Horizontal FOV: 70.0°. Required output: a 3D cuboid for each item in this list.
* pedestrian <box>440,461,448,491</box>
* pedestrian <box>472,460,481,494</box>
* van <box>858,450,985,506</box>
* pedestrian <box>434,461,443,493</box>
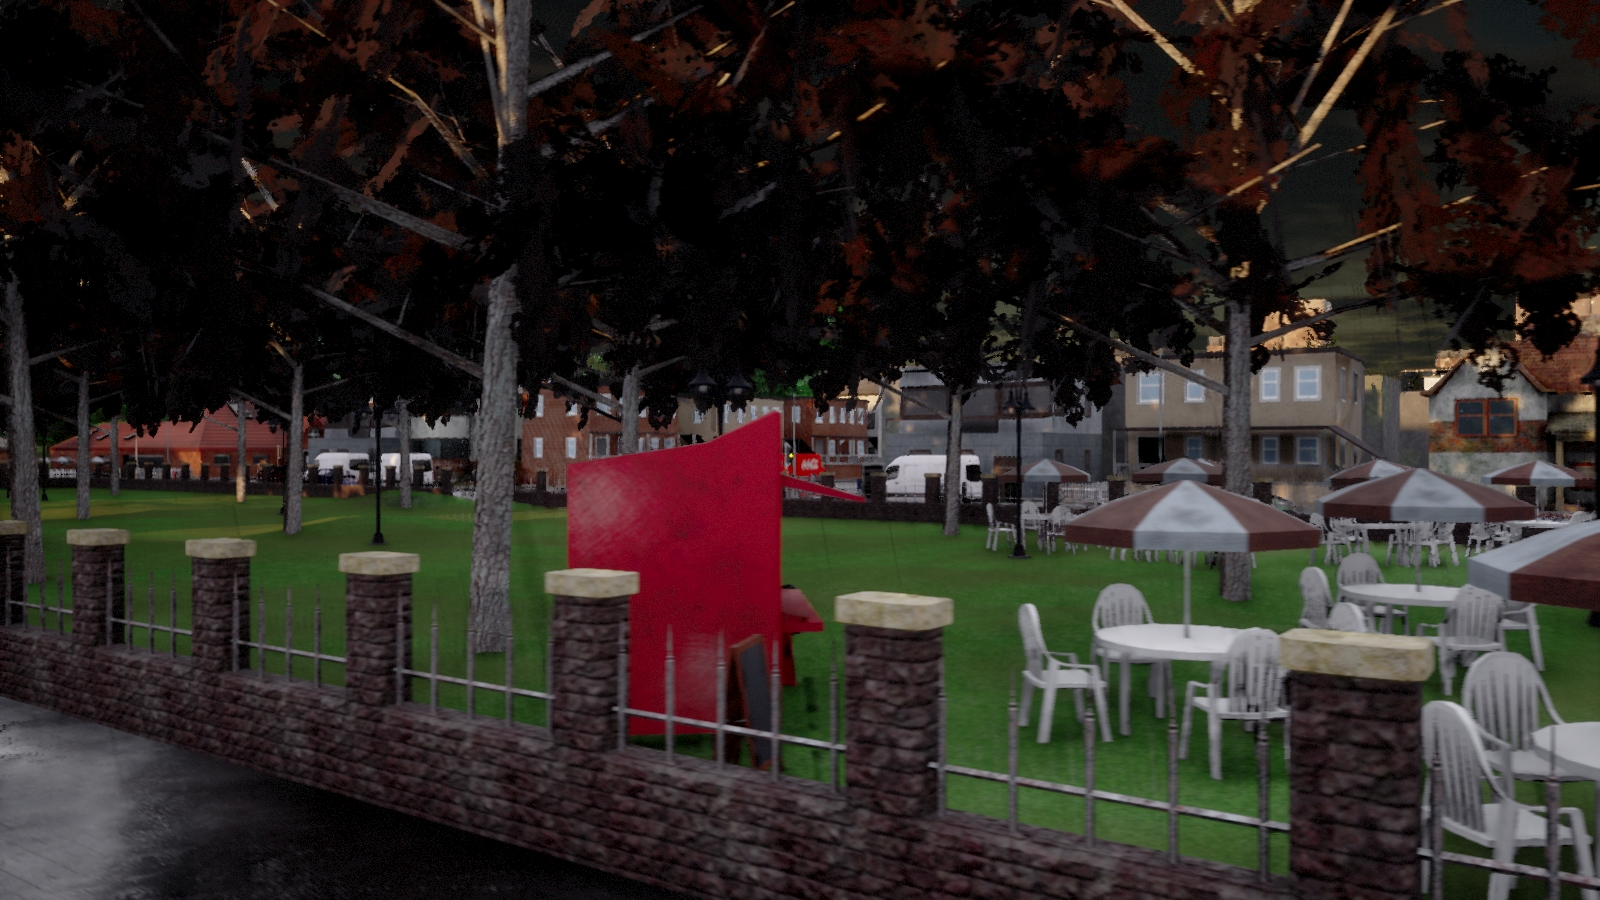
[{"bbox_3d":[-22.287,1.595,71.497,0.375,1.860,0.375,0,0,43],"label":"pedestrian"},{"bbox_3d":[-18.001,1.496,63.527,0.375,1.860,0.375,0,0,-40],"label":"pedestrian"},{"bbox_3d":[5.842,1.300,55.531,5.915,2.561,1.988,0,0,35],"label":"van"},{"bbox_3d":[-21.559,1.597,68.104,0.375,1.860,0.375,0,0,-43],"label":"pedestrian"}]
